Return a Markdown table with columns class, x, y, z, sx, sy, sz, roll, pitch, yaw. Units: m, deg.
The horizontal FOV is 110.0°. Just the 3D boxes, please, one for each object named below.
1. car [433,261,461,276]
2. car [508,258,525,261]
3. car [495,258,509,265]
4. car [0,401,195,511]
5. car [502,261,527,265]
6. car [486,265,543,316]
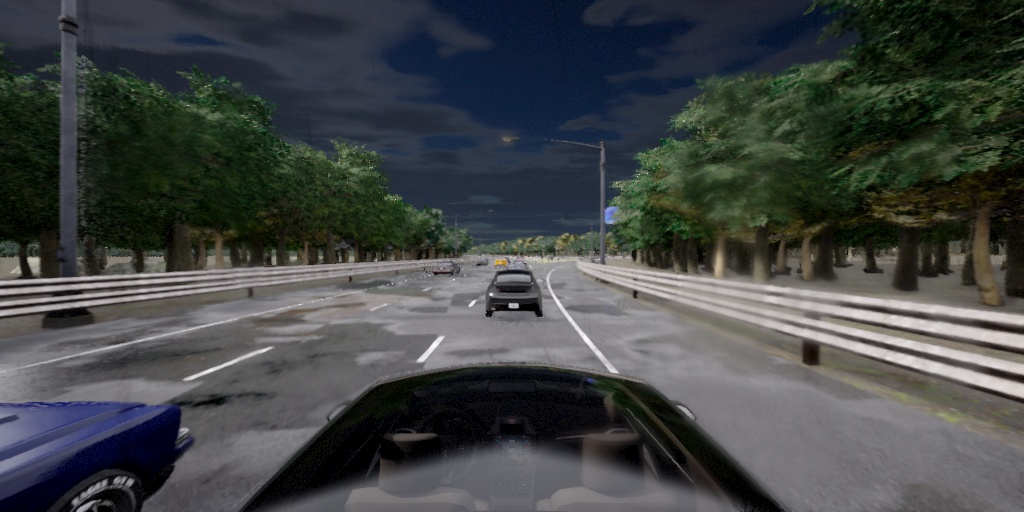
| class | x | y | z | sx | sy | sz | roll | pitch | yaw |
| --- | --- | --- | --- | --- | --- | --- | --- | --- | --- |
| car | -6.377 | 1.236 | 35.446 | 2.033 | 1.411 | 5.357 | 0 | 0 | 2 |
| car | 0.804 | 1.239 | 42.098 | 1.994 | 1.385 | 4.181 | 0 | 0 | 2 |
| car | -1.902 | 1.082 | 63.889 | 1.882 | 1.535 | 5.008 | 0 | 0 | 2 |
| car | -3.445 | 1.349 | 0.654 | 1.895 | 1.301 | 4.718 | 0 | 0 | 0 |
| car | 0.417 | 1.312 | 29.767 | 1.895 | 1.301 | 4.718 | 0 | 0 | 2 |
| car | 0.083 | 1.249 | 13.258 | 1.837 | 1.490 | 4.892 | 0 | 0 | 1 |
